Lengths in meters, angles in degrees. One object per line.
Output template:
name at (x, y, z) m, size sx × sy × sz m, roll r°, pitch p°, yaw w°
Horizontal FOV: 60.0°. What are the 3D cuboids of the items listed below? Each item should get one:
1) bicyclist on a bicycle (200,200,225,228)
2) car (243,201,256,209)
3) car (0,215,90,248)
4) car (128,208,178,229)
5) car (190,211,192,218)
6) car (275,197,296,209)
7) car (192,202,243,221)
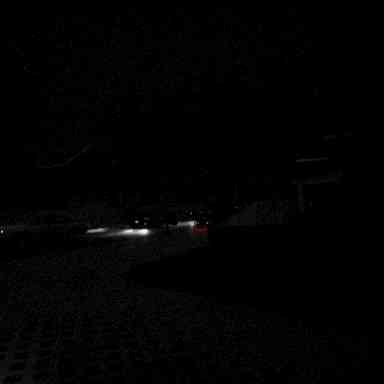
bicyclist on a bicycle at (1.169, 1.314, 19.269) m, size 1.656 × 1.620 × 0.582 m, roll -3°, pitch -2°, yaw 29°
car at (7.091, 1.930, 42.181) m, size 2.097 × 1.767 × 4.553 m, roll -3°, pitch -2°, yaw 29°
car at (-7.348, 1.781, 15.963) m, size 1.895 × 1.301 × 4.718 m, roll -3°, pitch -2°, yaw 30°
car at (-2.788, 1.865, 24.195) m, size 1.994 × 1.385 × 4.181 m, roll -3°, pitch -2°, yaw 28°
car at (1.621, 2.023, 32.243) m, size 1.895 × 1.301 × 4.718 m, roll -3°, pitch -2°, yaw 29°
car at (13.363, 1.792, 47.644) m, size 2.150 × 2.045 × 5.566 m, roll -3°, pitch -2°, yaw 29°
car at (2.188, 1.742, 27.181) m, size 1.837 × 1.490 × 4.892 m, roll -3°, pitch -2°, yaw 29°
